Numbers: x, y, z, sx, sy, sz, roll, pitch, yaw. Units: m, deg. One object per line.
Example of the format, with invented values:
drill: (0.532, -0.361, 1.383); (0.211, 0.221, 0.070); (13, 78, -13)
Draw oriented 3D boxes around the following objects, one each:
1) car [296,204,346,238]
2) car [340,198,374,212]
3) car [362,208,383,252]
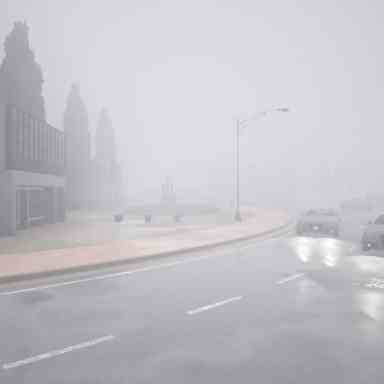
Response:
car: (6.973, 1.564, 17.980); (1.994, 1.385, 4.181); (0, 0, 28)
car: (19.270, 1.492, 39.126); (2.128, 1.511, 4.902); (0, 0, -3)
car: (7.948, 1.563, 13.006); (1.994, 1.385, 4.181); (0, 0, 34)
